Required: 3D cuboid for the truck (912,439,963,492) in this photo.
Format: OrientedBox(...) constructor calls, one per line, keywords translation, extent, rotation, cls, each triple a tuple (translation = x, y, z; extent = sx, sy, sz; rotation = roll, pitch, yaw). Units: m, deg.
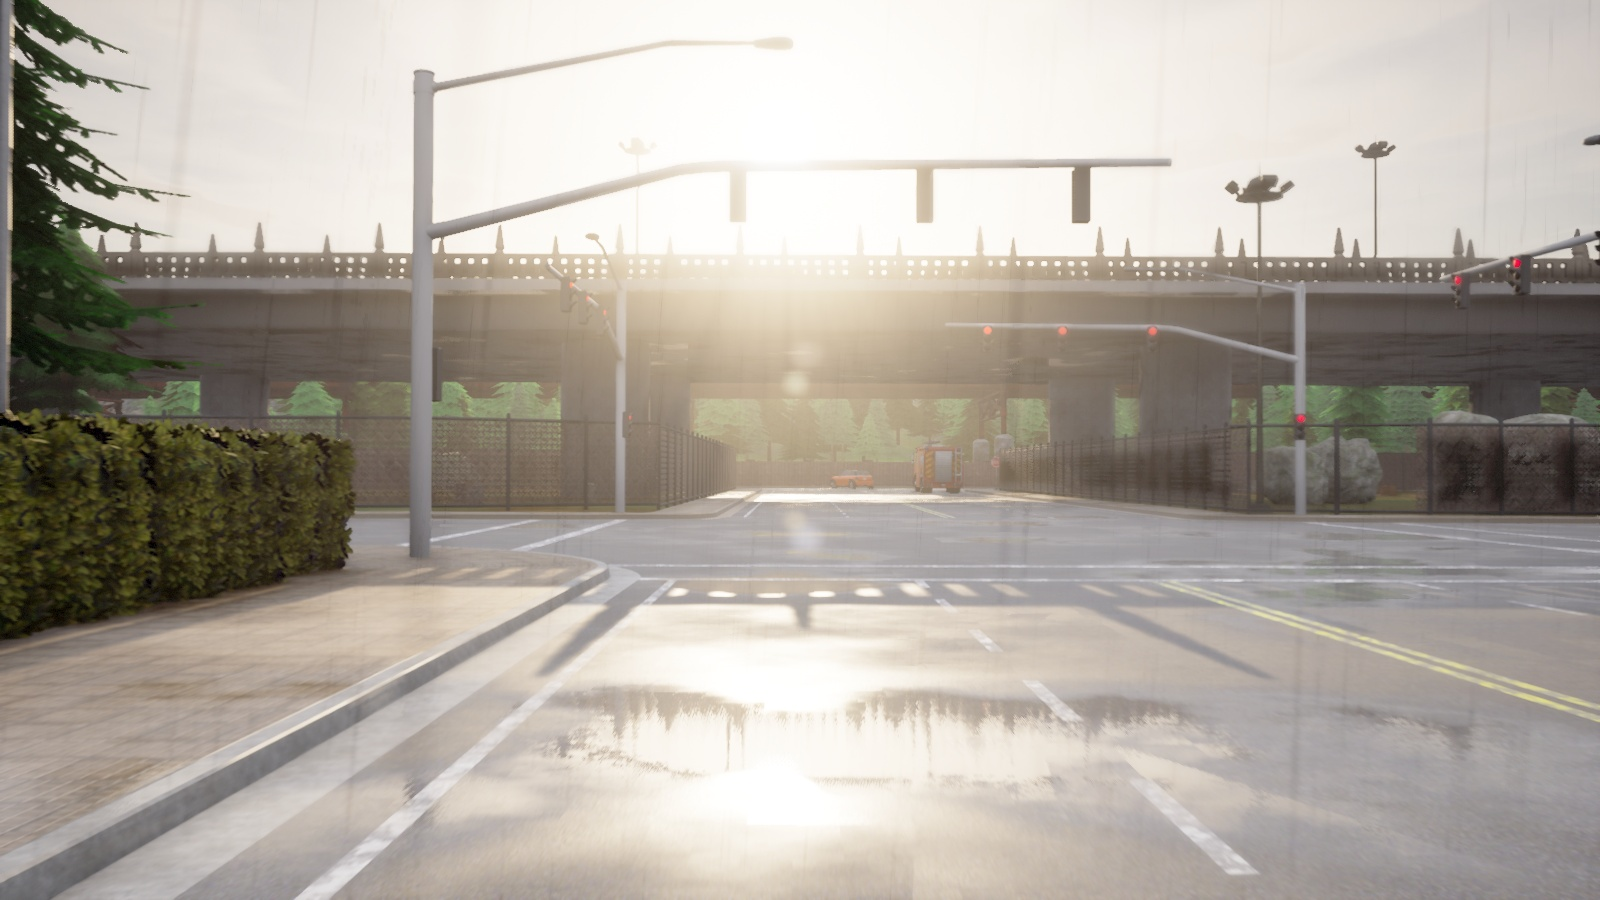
OrientedBox(translation=(10.266, 1.190, 94.445), extent=(2.891, 3.827, 8.468), rotation=(0, -1, 0), cls="truck")
